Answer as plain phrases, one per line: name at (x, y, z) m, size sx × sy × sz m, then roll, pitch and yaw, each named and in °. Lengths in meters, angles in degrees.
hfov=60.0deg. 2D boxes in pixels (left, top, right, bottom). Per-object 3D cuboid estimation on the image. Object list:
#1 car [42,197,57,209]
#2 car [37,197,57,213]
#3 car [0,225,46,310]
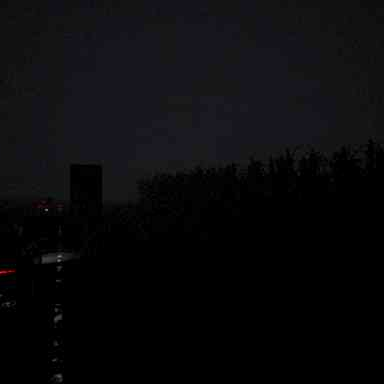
car at (-19.471, 1.454, 45.609) m, size 1.812 × 1.442 × 4.674 m, roll 0°, pitch 0°, yaw -21°
car at (-15.714, 1.551, 36.196) m, size 1.895 × 1.301 × 4.718 m, roll 0°, pitch 0°, yaw -21°
car at (-4.447, 1.498, 7.414) m, size 1.837 × 1.490 × 4.892 m, roll 0°, pitch 0°, yaw -21°
